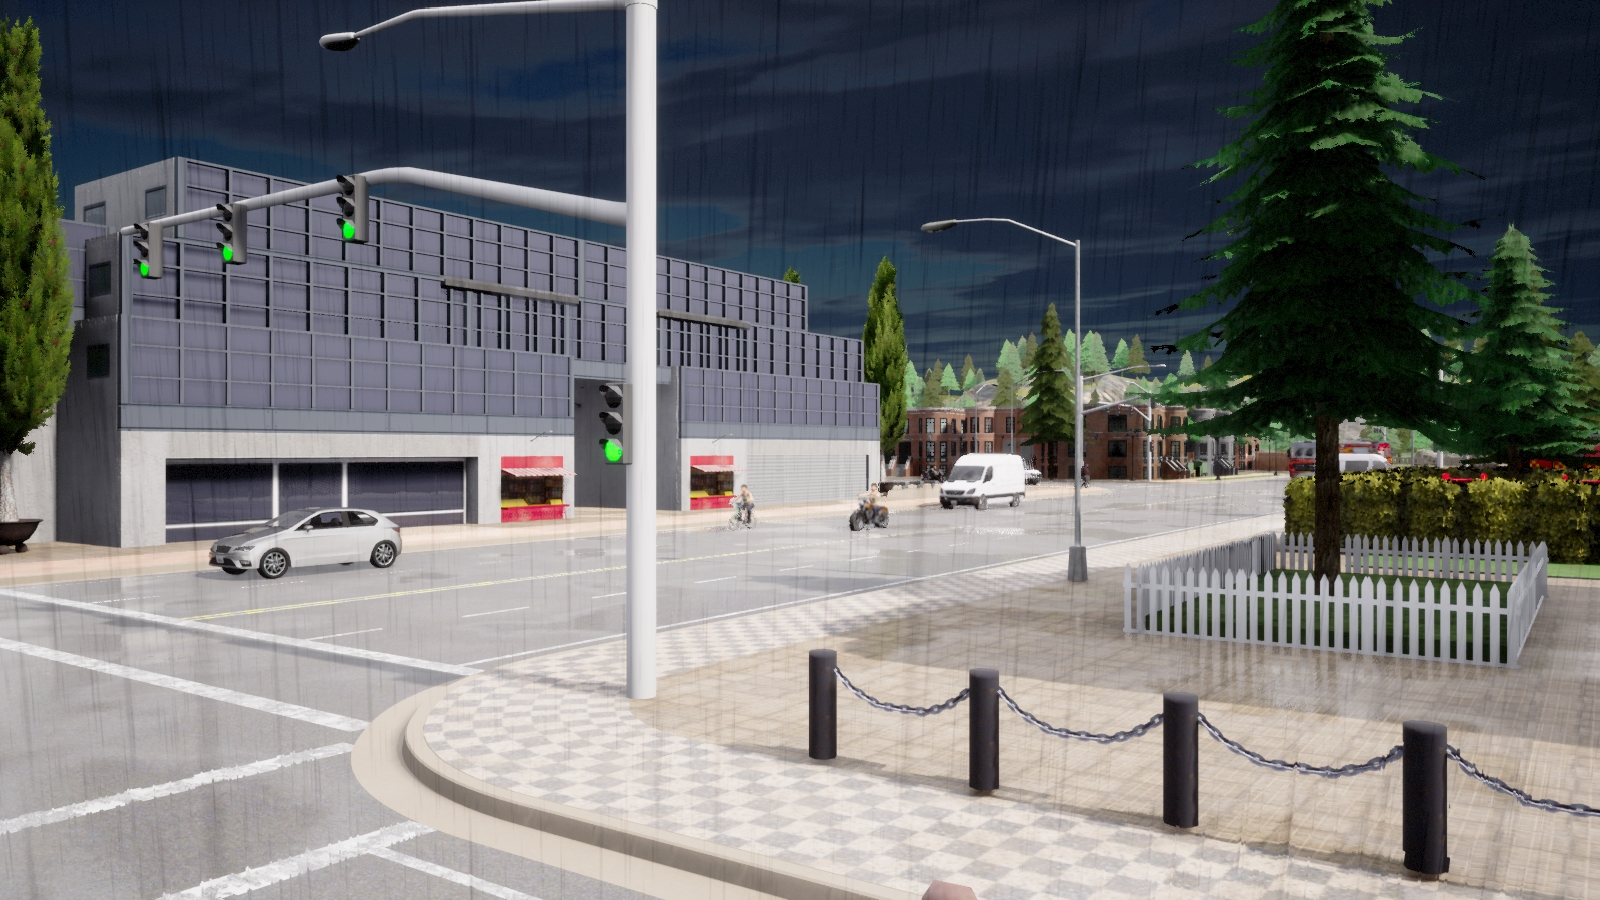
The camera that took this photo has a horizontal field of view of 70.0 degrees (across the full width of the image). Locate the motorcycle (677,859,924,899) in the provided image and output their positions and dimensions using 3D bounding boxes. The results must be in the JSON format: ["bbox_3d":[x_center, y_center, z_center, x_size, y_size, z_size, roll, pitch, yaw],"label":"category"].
[{"bbox_3d":[0.509,2.205,3.428,2.209,1.251,0.867,0,0,35],"label":"motorcycle"}]

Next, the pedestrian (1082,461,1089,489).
[{"bbox_3d":[19.158,1.696,76.633,0.375,1.860,0.375,0,0,30],"label":"pedestrian"}]

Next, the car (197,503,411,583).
[{"bbox_3d":[-11.323,2.066,26.349,1.816,1.474,4.193,0,0,35],"label":"car"}]

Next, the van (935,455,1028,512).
[{"bbox_3d":[8.769,1.534,54.850,1.988,2.561,5.915,0,0,35],"label":"van"}]
